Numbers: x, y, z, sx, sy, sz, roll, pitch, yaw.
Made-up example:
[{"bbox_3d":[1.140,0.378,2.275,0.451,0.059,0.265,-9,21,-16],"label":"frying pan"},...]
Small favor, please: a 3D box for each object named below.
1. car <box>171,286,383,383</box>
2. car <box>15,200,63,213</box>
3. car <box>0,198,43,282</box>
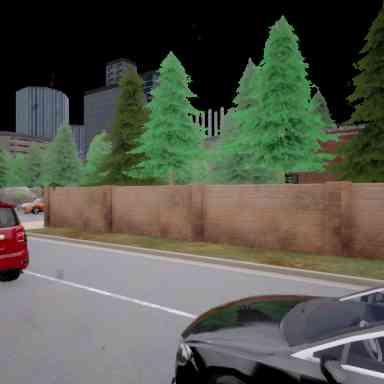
[{"bbox_3d":[2.052,1.492,2.529,4.902,1.511,2.128,0,0,36],"label":"car"},{"bbox_3d":[-17.368,1.601,37.927,1.895,1.301,4.718,0,0,35],"label":"car"},{"bbox_3d":[-6.420,1.221,8.540,5.566,2.045,2.150,0,0,36],"label":"car"}]
